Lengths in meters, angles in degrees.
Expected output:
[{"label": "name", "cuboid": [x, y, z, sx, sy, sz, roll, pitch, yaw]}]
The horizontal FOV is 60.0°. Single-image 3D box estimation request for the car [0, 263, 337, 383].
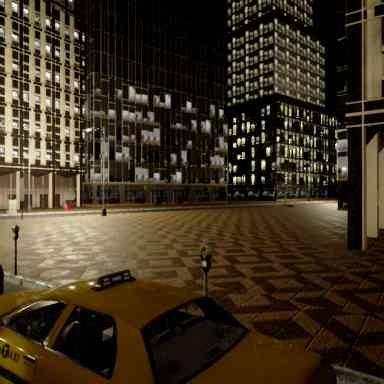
[{"label": "car", "cuboid": [-1.017, 1.525, 3.599, 4.829, 1.417, 1.752, 0, 0, 35]}]
